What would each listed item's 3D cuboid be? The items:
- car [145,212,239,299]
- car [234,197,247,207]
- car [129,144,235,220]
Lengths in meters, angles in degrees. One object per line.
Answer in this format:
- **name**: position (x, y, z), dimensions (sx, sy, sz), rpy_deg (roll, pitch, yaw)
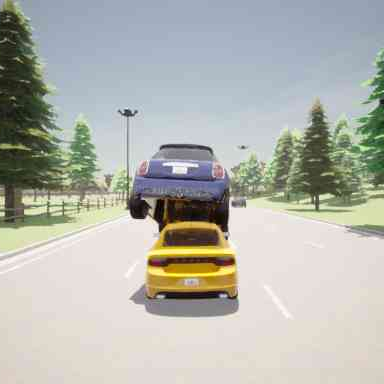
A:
- **car**: position (-0.005, 1.491, 8.474), dimensions (1.882, 1.535, 5.008), rpy_deg (-1, 0, 0)
- **car**: position (6.993, 1.491, 49.919), dimensions (2.128, 1.511, 4.902), rpy_deg (0, 0, 0)
- **car**: position (-0.030, 0.110, 8.846), dimensions (2.097, 1.767, 4.553), rpy_deg (3, -14, 7)
